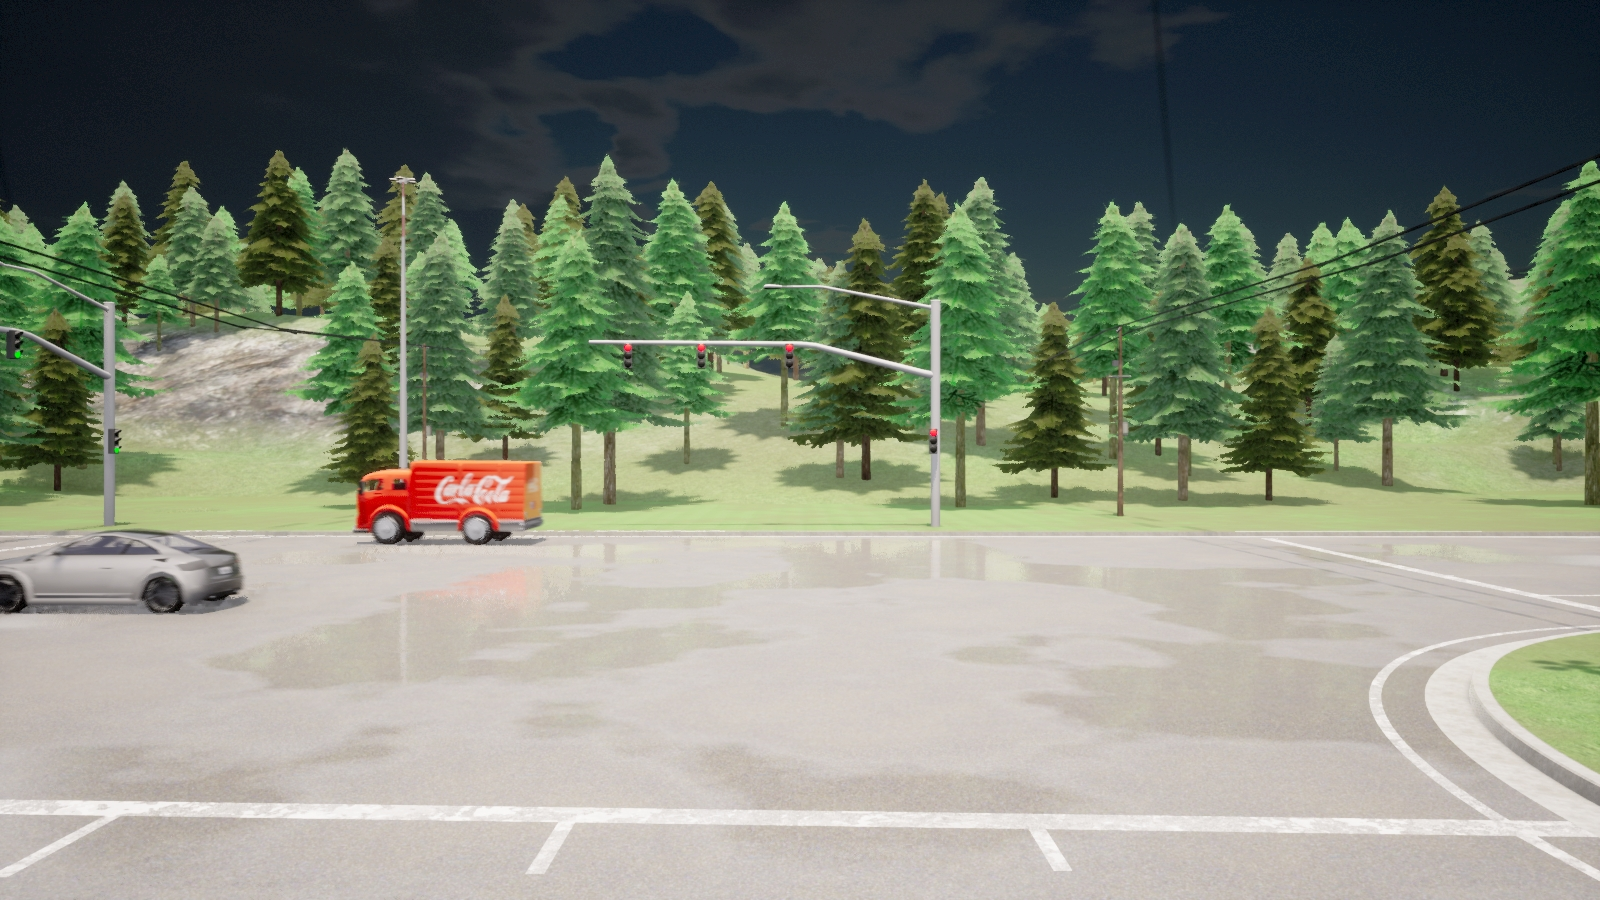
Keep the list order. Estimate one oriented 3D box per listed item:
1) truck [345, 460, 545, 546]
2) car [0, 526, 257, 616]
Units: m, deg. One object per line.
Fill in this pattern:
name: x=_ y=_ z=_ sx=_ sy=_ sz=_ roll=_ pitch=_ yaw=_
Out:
truck: x=-10.544 y=1.546 z=34.301 sx=5.204 sy=2.467 sz=2.627 roll=0 pitch=0 yaw=0
car: x=-12.213 y=2.105 z=20.312 sx=4.181 sy=1.385 sz=1.994 roll=0 pitch=0 yaw=0
